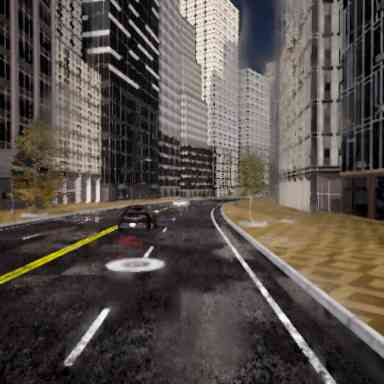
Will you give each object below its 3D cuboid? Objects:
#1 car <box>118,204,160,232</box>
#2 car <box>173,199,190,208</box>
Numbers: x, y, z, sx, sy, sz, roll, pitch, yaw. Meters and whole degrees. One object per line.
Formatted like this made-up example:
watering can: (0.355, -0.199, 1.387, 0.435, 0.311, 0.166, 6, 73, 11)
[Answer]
car: (-3.126, 1.505, 19.987, 1.837, 1.490, 4.892, 0, 0, 0)
car: (-1.500, 1.631, 48.237, 1.895, 1.301, 4.718, 0, 0, 7)
